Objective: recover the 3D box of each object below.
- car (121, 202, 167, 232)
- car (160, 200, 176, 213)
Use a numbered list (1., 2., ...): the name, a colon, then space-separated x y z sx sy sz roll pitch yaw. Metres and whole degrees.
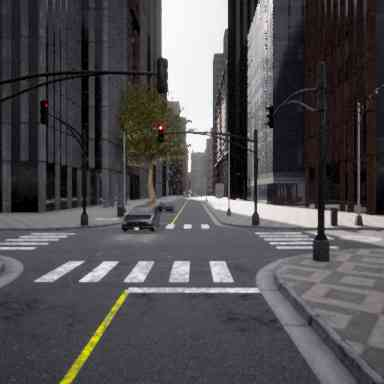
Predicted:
1. car: -2.921 1.565 20.275 2.033 1.411 5.357 0 0 0
2. car: -2.842 1.597 36.383 1.895 1.301 4.718 0 0 0
